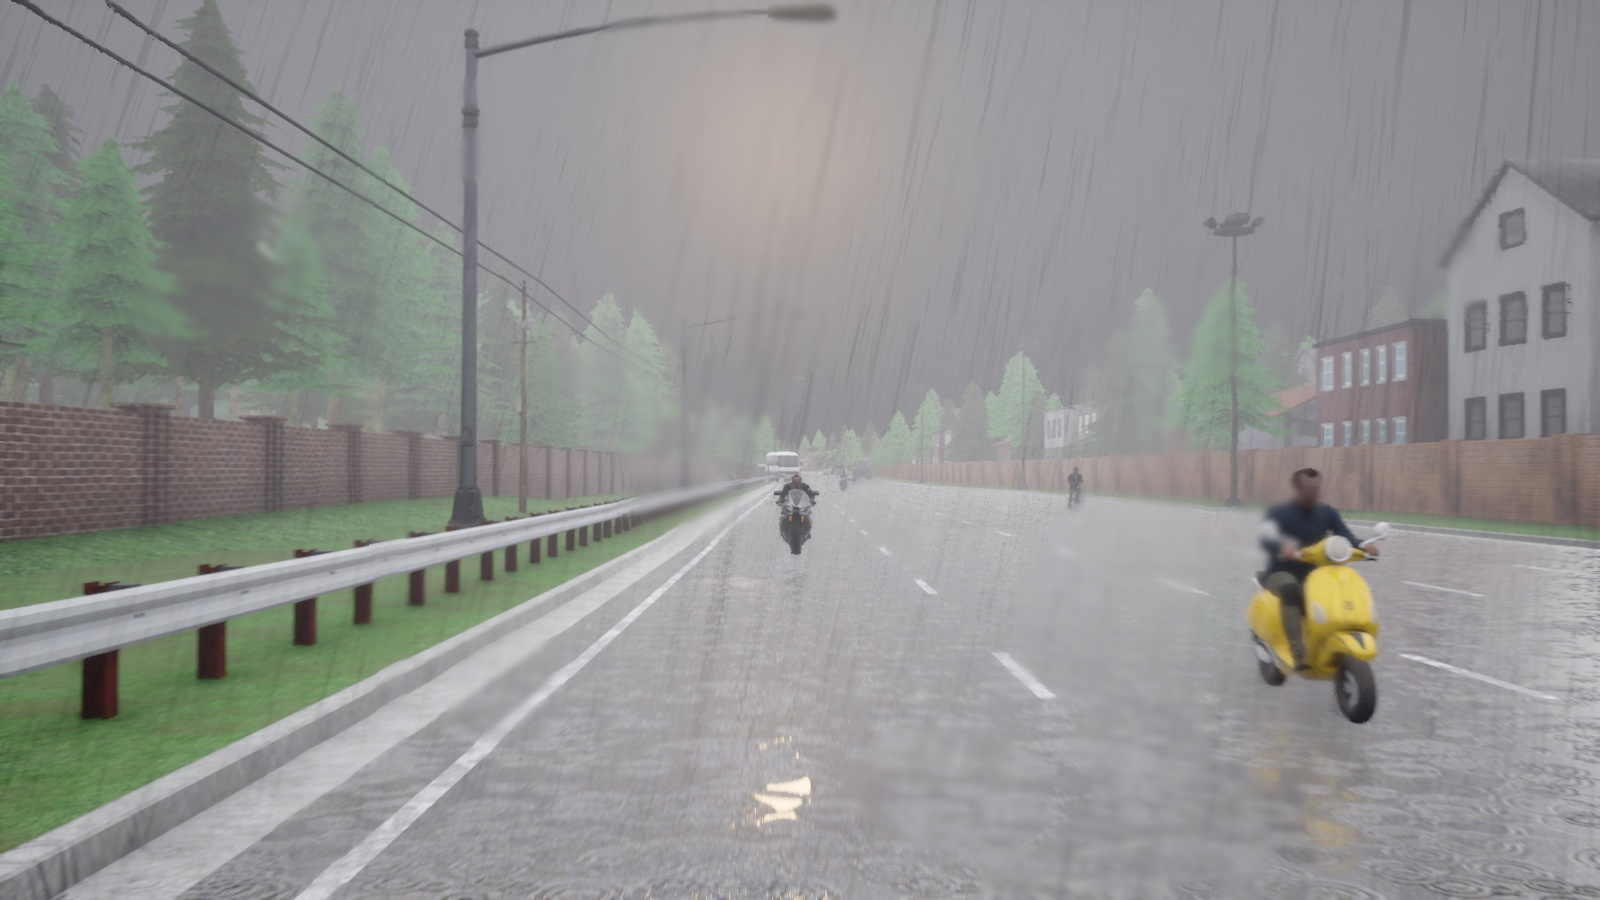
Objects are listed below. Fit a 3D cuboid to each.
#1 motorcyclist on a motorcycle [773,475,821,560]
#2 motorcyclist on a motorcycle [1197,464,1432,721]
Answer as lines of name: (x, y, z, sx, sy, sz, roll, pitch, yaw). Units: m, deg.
motorcyclist on a motorcycle: (-0.059, 1.251, 24.034, 0.866, 1.530, 2.191, 0, -1, 0)
motorcyclist on a motorcycle: (3.479, 0.899, 8.700, 0.866, 1.590, 1.817, 0, -1, 0)
